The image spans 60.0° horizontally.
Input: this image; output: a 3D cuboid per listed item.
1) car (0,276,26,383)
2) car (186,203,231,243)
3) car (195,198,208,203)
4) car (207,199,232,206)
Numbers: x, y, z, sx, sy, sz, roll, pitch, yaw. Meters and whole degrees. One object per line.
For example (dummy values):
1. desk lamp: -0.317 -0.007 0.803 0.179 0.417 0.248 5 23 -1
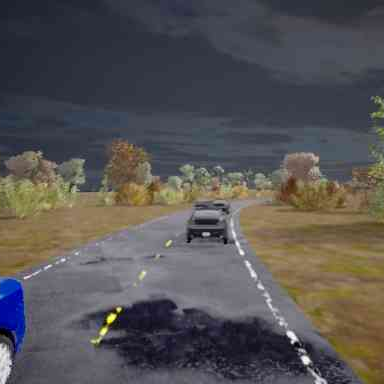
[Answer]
1. car: -3.019 1.474 2.096 1.882 1.535 5.008 0 0 1
2. car: 0.786 1.507 16.259 1.837 1.490 4.892 0 0 4
3. car: 1.600 1.539 44.000 2.033 1.411 5.357 0 0 12
4. car: 2.986 1.506 34.176 1.837 1.490 4.892 0 0 9
